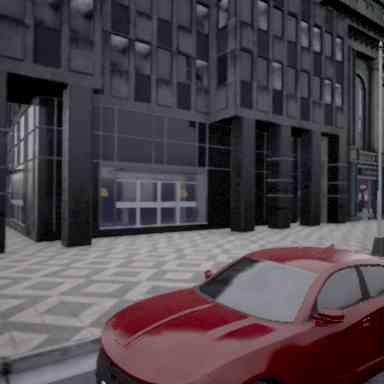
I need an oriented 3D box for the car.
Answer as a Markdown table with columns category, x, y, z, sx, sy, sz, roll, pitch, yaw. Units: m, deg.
| category | x | y | z | sx | sy | sz | roll | pitch | yaw |
| --- | --- | --- | --- | --- | --- | --- | --- | --- | --- |
| car | 1.326 | 1.504 | 4.305 | 5.008 | 1.535 | 1.882 | 1 | 0 | -35 |
